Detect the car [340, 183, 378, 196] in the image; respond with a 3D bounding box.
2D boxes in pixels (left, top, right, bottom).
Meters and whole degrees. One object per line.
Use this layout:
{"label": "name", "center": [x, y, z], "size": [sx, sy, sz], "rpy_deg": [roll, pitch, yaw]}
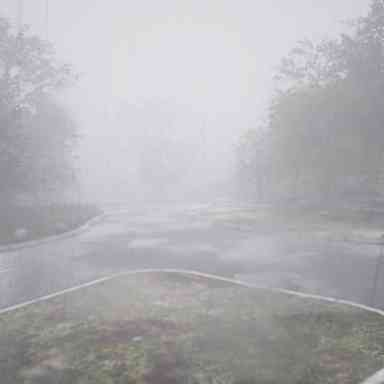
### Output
{"label": "car", "center": [22.549, -0.390, 45.152], "size": [4.553, 1.767, 2.097], "rpy_deg": [-1, 2, 18]}
